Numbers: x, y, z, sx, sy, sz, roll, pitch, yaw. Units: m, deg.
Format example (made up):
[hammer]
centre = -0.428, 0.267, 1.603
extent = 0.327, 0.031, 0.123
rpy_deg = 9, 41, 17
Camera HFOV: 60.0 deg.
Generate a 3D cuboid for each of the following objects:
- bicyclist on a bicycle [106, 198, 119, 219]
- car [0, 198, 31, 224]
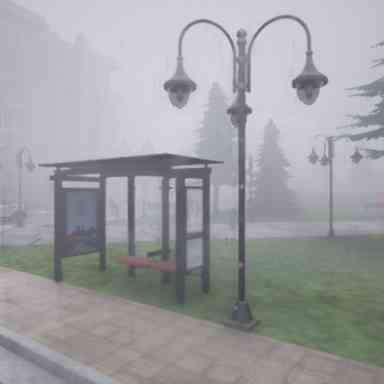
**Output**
[bicyclist on a bicycle]
centre = -6.388, 1.304, 26.585
extent = 1.656, 1.620, 0.582
rpy_deg = 0, 0, 36
[car]
centre = -14.147, 1.227, 22.842
extent = 2.150, 2.045, 5.566
rpy_deg = 0, 0, 38
